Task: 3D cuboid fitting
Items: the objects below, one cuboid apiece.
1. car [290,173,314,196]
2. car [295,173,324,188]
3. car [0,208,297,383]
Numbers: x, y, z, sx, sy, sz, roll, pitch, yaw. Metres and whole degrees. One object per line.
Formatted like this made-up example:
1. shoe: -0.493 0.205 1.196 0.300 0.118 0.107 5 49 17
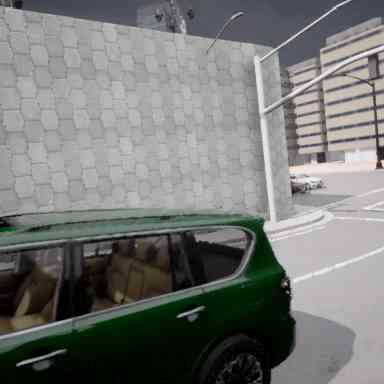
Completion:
1. car: 7.366 -0.455 27.871 1.812 1.442 4.674 -10 6 -35
2. car: 9.718 -0.969 30.514 1.812 1.442 4.674 -10 6 -35
3. car: -1.436 1.228 2.967 5.566 2.045 2.150 0 0 -35
